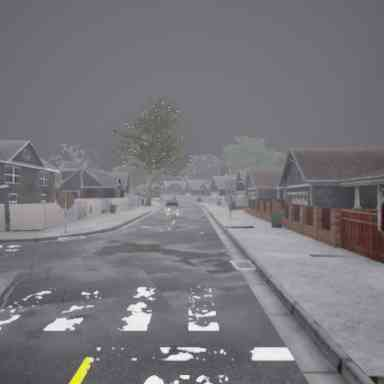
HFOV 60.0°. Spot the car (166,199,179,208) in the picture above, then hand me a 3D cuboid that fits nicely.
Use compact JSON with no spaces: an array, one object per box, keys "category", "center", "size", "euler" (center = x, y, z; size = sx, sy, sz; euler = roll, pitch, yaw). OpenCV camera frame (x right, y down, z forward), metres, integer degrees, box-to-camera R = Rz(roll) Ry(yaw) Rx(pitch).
[{"category":"car","center":[-2.925,1.679,50.610],"size":[1.895,1.301,4.718],"euler":[0,0,-2]}]
